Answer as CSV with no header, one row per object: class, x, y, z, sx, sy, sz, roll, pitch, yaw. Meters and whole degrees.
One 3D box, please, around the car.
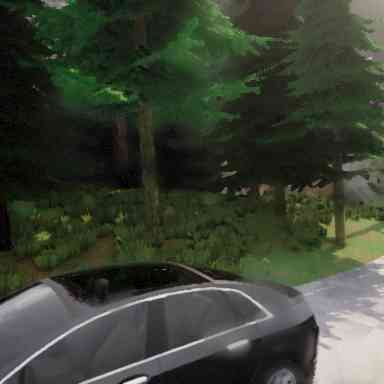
car,-0.862,1.506,2.968,4.892,1.490,1.837,1,-1,-35
